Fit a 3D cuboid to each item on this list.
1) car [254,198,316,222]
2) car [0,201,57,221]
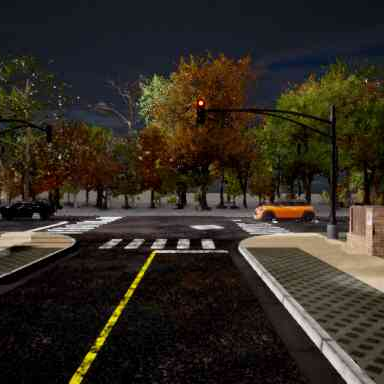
[{"bbox_3d":[7.248,1.386,26.338,4.553,1.767,2.097,0,0,0],"label":"car"},{"bbox_3d":[-13.232,1.462,26.269,4.892,1.490,1.837,0,0,0],"label":"car"}]
